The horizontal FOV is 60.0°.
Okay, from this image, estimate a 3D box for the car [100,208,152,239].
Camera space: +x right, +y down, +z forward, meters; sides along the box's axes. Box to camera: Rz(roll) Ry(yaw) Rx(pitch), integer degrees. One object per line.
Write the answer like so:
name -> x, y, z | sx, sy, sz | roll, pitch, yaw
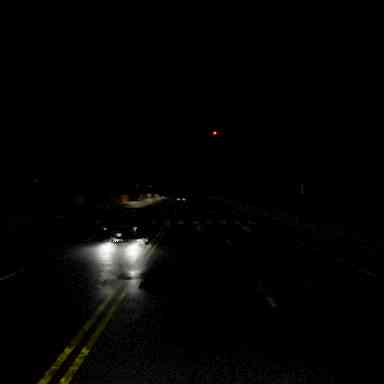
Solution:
car -> -3.259, 1.535, 17.517 | 2.033, 1.411, 5.357 | 0, 0, 0
